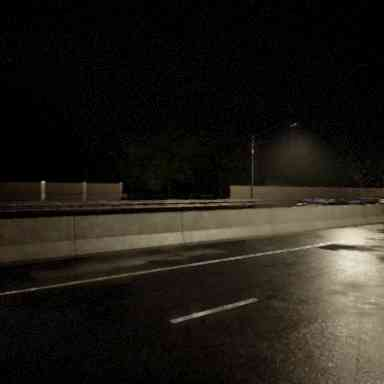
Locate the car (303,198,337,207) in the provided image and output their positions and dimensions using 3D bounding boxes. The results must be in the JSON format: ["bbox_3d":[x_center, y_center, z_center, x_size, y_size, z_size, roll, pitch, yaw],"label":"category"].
[{"bbox_3d":[16.786,1.577,41.937,4.902,1.511,2.128,0,0,-36],"label":"car"}]

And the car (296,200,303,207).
[{"bbox_3d":[16.391,1.582,45.951,4.902,1.511,2.128,0,0,-35],"label":"car"}]

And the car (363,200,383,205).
[{"bbox_3d":[21.113,1.687,36.432,4.718,1.301,1.895,0,0,-36],"label":"car"}]

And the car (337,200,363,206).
[{"bbox_3d":[19.770,1.652,39.774,4.181,1.385,1.994,0,0,-36],"label":"car"}]
